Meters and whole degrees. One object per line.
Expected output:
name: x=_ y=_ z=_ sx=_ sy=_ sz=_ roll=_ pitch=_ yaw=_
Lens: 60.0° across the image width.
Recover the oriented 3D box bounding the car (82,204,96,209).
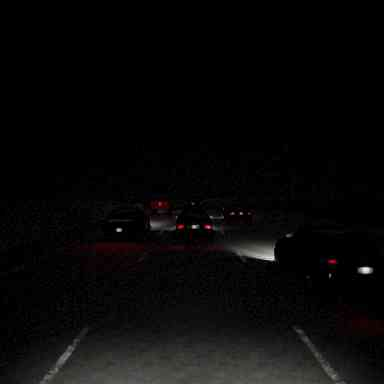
car: x=-17.496 y=2.848 z=57.688 sx=1.812 sy=1.442 sz=4.674 roll=0 pitch=-6 yaw=0

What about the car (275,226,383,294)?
car: x=3.601 y=1.602 z=8.904 sx=1.994 sy=1.385 sz=4.181 roll=0 pitch=0 yaw=0

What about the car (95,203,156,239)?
car: x=-3.398 y=1.568 z=17.917 sx=2.128 sy=1.511 sz=4.902 roll=0 pitch=0 yaw=0

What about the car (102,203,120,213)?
car: x=-13.998 y=2.780 z=57.492 sx=1.882 sy=1.535 sz=5.008 roll=0 pitch=-6 yaw=0

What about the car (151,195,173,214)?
car: x=-3.396 y=1.403 z=37.986 sx=2.150 sy=2.045 sz=5.566 roll=0 pitch=-1 yaw=0

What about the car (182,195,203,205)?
car: x=0.105 y=1.402 z=37.952 sx=2.150 sy=2.045 sz=5.566 roll=0 pitch=-1 yaw=0

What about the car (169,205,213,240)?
car: x=0.102 y=1.621 z=17.371 sx=2.033 sy=1.411 sz=5.357 roll=0 pitch=0 yaw=0

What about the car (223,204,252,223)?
car: x=3.603 y=1.661 z=26.966 sx=2.033 sy=1.411 sz=5.357 roll=0 pitch=0 yaw=0
